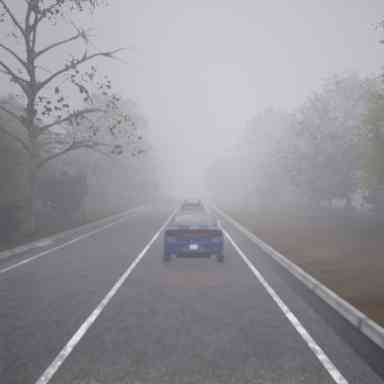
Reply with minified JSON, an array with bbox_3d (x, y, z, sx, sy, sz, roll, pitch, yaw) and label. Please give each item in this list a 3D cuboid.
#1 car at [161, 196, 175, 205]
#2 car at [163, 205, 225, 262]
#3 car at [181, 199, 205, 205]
[{"bbox_3d":[-3.583,1.208,49.608,1.895,1.301,4.718,0,1,0],"label":"car"},{"bbox_3d":[0.064,1.408,11.888,1.882,1.535,5.008,0,0,0],"label":"car"},{"bbox_3d":[0.068,1.321,27.784,2.128,1.511,4.902,0,1,0],"label":"car"}]
